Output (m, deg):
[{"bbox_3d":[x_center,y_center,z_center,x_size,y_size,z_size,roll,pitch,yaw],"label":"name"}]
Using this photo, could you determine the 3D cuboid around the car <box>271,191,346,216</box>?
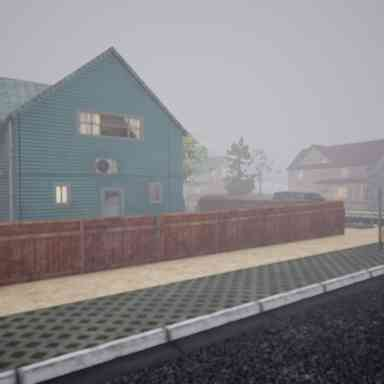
[{"bbox_3d":[8.260,0.966,24.344,2.150,2.045,5.566,-1,1,-36],"label":"car"}]

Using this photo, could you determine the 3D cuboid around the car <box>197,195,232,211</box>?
[{"bbox_3d":[2.443,1.051,32.499,2.097,1.767,4.553,-1,1,-35],"label":"car"}]
